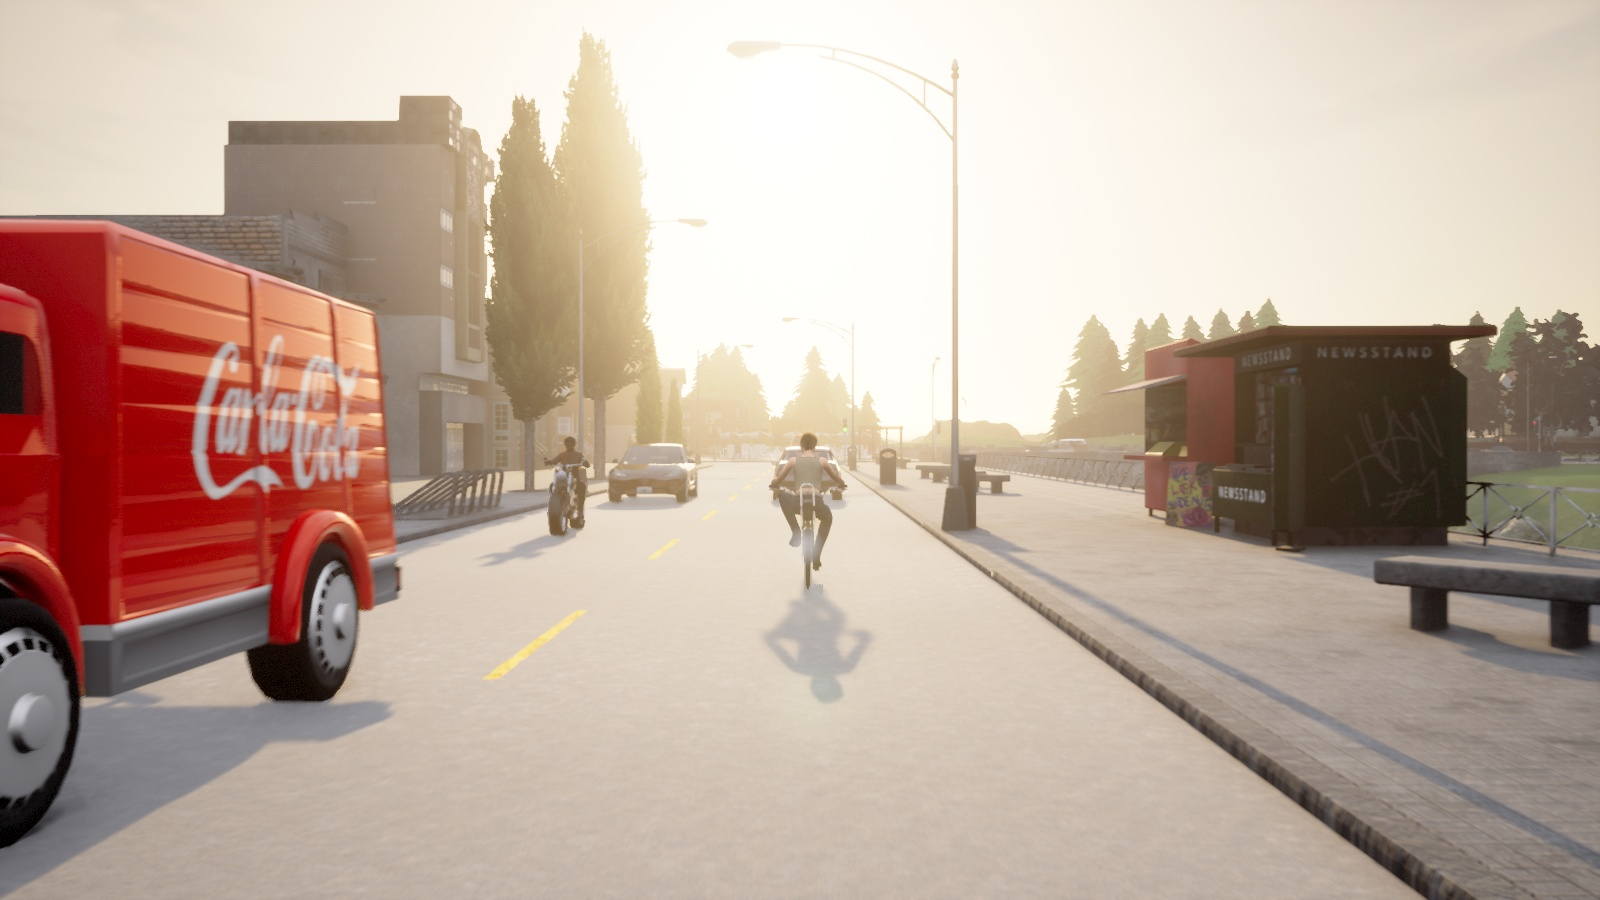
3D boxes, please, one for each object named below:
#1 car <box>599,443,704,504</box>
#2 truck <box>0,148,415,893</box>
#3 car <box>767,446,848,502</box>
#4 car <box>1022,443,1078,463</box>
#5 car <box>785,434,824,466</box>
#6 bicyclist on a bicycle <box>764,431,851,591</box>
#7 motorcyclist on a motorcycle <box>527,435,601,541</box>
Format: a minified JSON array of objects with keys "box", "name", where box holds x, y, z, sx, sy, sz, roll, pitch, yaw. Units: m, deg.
[{"box":[-3.803,0.557,33.027,2.163,1.488,4.792,0,0,0],"name":"car"},{"box":[-3.951,0.223,5.949,2.627,2.467,5.204,0,0,0],"name":"truck"},{"box":[0.205,0.600,34.495,2.033,1.411,5.357,0,0,0],"name":"car"},{"box":[18.588,0.200,93.543,3.806,1.475,1.970,0,0,0],"name":"car"},{"box":[0.256,-0.005,83.575,2.150,2.045,5.566,0,0,-4],"name":"car"},{"box":[0.084,0.608,13.361,0.866,1.612,1.509,0,0,1],"name":"bicyclist on a bicycle"},{"box":[-3.869,0.577,20.758,0.766,1.649,2.350,0,0,0],"name":"motorcyclist on a motorcycle"}]
